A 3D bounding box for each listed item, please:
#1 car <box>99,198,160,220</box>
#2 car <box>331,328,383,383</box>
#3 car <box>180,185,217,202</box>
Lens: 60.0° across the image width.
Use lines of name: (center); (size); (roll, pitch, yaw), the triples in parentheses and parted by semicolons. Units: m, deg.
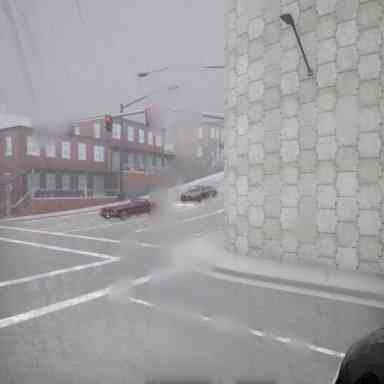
car: (-4.560, 1.187, 24.729); (1.895, 1.301, 4.718); (0, 5, 35)
car: (3.308, 1.492, 1.604); (4.902, 1.511, 2.128); (0, 0, 36)
car: (0.675, 0.077, 32.116); (1.994, 1.385, 4.181); (0, 9, 36)
